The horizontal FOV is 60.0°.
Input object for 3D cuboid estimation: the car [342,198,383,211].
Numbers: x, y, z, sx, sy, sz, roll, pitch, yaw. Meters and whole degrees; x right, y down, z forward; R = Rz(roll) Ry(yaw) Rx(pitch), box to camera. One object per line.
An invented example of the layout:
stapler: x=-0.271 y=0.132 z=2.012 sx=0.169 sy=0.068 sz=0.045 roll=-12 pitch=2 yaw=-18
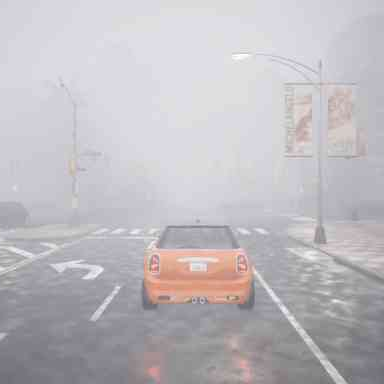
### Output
car: x=20.941 y=1.490 z=39.812 sx=4.902 sy=1.511 sz=2.128 roll=0 pitch=0 yaw=0

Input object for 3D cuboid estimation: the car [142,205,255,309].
car: x=0.116 y=1.352 z=8.019 sx=2.097 sy=1.767 sz=4.553 roll=0 pitch=0 yaw=0

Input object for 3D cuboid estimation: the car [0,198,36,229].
car: x=-11.414 y=1.352 z=19.248 sx=2.097 sy=1.767 sz=4.553 roll=0 pitch=0 yaw=3

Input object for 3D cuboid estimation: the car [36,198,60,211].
car: x=-18.595 y=1.491 z=40.237 sx=4.902 sy=1.511 sz=2.128 roll=0 pitch=0 yaw=1

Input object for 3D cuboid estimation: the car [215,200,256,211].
car: x=5.120 y=1.601 z=39.990 sx=4.718 sy=1.301 sz=1.895 roll=0 pitch=0 yaw=1

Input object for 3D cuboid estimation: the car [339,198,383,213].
car: x=19.035 y=1.547 z=36.343 sx=5.357 sy=1.411 sz=2.033 roll=0 pitch=0 yaw=1

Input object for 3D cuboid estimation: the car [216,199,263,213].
car: x=5.227 y=1.477 z=36.334 sx=5.008 sy=1.535 sz=1.882 roll=0 pitch=0 yaw=-2
